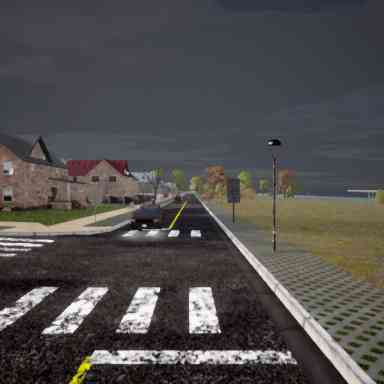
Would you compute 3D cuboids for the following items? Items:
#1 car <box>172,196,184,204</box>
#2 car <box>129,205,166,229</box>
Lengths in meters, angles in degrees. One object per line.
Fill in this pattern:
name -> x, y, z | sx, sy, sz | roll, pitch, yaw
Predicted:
car -> -2.711, 1.510, 64.290 | 1.837, 1.490, 4.892 | 0, 0, 0
car -> -2.739, 1.547, 21.768 | 2.033, 1.411, 5.357 | 0, 0, 0
